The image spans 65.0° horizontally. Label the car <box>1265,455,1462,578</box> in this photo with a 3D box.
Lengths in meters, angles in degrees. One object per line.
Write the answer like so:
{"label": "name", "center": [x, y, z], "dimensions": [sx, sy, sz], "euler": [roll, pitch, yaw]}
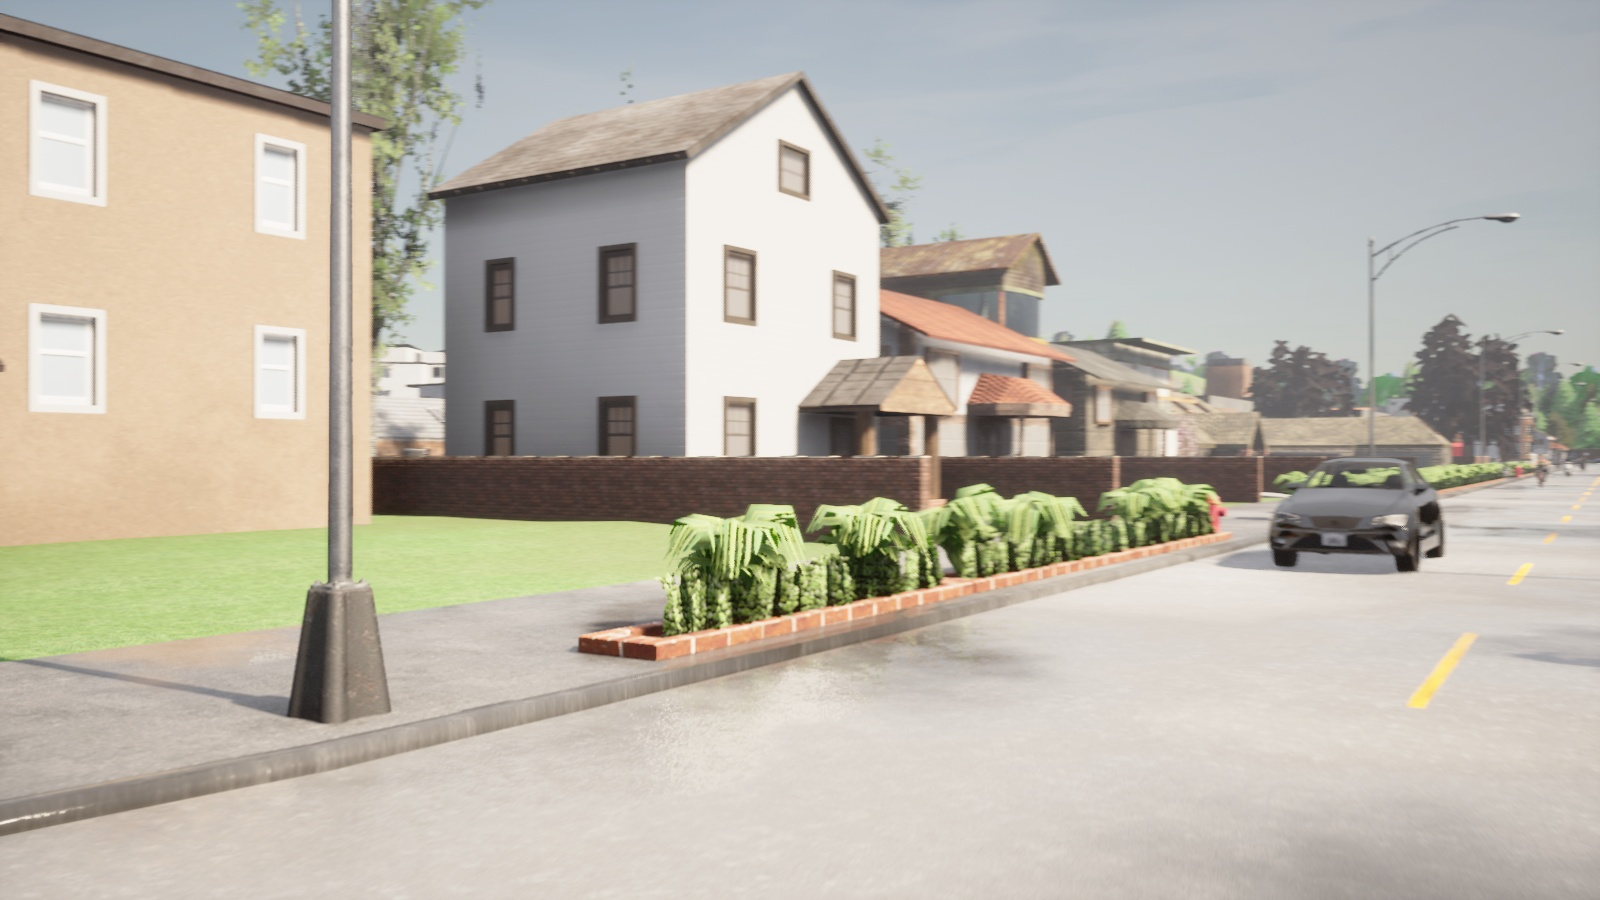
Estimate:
{"label": "car", "center": [7.907, 0.816, 17.397], "dimensions": [1.816, 1.474, 4.193], "euler": [0, 0, 34]}
